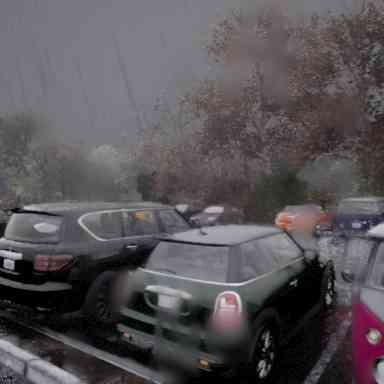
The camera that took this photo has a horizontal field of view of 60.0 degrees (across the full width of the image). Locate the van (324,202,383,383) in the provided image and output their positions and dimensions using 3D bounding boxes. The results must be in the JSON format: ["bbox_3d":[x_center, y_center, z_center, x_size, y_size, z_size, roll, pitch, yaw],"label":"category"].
[{"bbox_3d":[3.175,1.238,4.038,1.878,1.987,4.442,0,0,35],"label":"van"}]

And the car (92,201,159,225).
[{"bbox_3d":[-5.089,1.578,26.145,2.097,1.535,5.008,-1,0,36],"label":"car"}]

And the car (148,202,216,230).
[{"bbox_3d":[-0.553,1.529,22.916,2.097,1.535,5.008,-1,0,36],"label":"car"}]

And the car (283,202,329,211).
[{"bbox_3d":[6.225,1.357,18.032,2.185,1.767,4.553,0,0,35],"label":"car"}]

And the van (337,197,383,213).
[{"bbox_3d":[8.574,1.246,16.537,1.878,1.987,4.442,0,0,36],"label":"van"}]

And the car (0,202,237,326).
[{"bbox_3d":[-1.305,1.232,7.409,2.435,2.045,5.566,0,0,36],"label":"car"}]

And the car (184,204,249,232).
[{"bbox_3d":[1.713,1.551,21.293,2.002,1.452,4.674,0,0,36],"label":"car"}]

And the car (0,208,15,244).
[{"bbox_3d":[-10.446,1.554,13.896,2.231,1.521,4.892,-1,0,36],"label":"car"}]

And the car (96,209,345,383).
[{"bbox_3d":[0.941,1.346,5.734,2.185,1.767,4.553,0,0,35],"label":"car"}]
